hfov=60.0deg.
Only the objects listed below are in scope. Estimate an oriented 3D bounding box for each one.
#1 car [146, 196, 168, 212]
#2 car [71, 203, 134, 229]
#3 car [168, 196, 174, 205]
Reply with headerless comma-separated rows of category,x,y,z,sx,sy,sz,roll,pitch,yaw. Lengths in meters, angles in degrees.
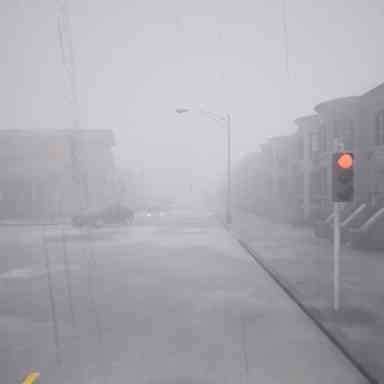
car,-4.159,1.526,39.454,1.812,1.442,4.674,0,0,-1
car,-5.742,1.477,21.974,1.882,1.535,5.008,1,0,23
car,-4.149,1.506,57.165,1.837,1.490,4.892,0,0,0
